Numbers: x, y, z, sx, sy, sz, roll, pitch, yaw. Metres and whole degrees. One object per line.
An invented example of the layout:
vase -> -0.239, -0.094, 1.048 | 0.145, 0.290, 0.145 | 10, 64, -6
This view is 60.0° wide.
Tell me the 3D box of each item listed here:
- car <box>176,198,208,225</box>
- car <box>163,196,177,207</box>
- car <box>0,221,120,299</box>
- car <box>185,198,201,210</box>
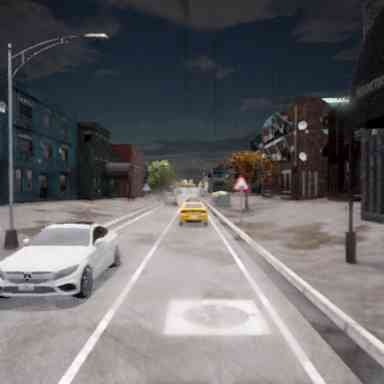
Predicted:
car -> 0.101, 1.435, 23.565 | 1.882, 1.535, 5.008 | 0, 0, 0
car -> -3.075, 1.364, 49.351 | 1.812, 1.442, 4.674 | 0, 0, 0
car -> -3.099, 1.519, 8.552 | 1.812, 1.442, 4.674 | 0, 0, 0
car -> 0.098, 1.439, 41.947 | 1.994, 1.385, 4.181 | 0, 0, 0
